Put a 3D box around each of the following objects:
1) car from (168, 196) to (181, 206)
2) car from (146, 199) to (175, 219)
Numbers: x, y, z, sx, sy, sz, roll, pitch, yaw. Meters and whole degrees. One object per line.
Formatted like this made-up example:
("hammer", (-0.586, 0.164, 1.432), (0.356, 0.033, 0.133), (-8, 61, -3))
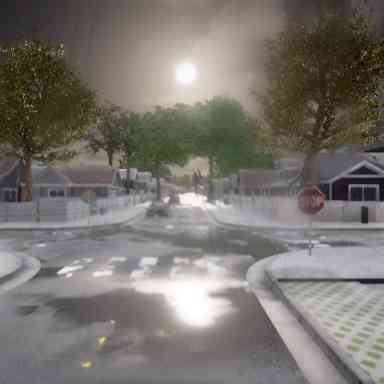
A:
("car", (-2.754, 1.364, 53.835), (1.882, 1.535, 5.008), (0, 0, 0))
("car", (-2.752, 1.546, 28.154), (1.895, 1.301, 4.718), (0, 0, 0))
